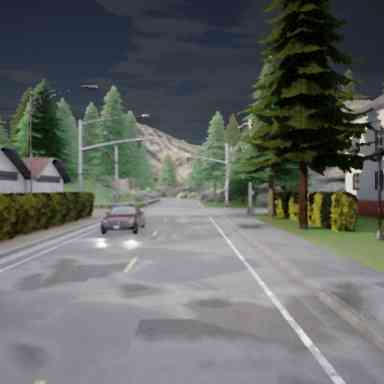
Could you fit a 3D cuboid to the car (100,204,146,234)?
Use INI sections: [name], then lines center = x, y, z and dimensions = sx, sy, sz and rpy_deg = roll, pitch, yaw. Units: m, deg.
[car]
center = -3.690, 1.438, 18.490
dimensions = 1.812, 1.442, 4.674
rpy_deg = 0, 0, -1
